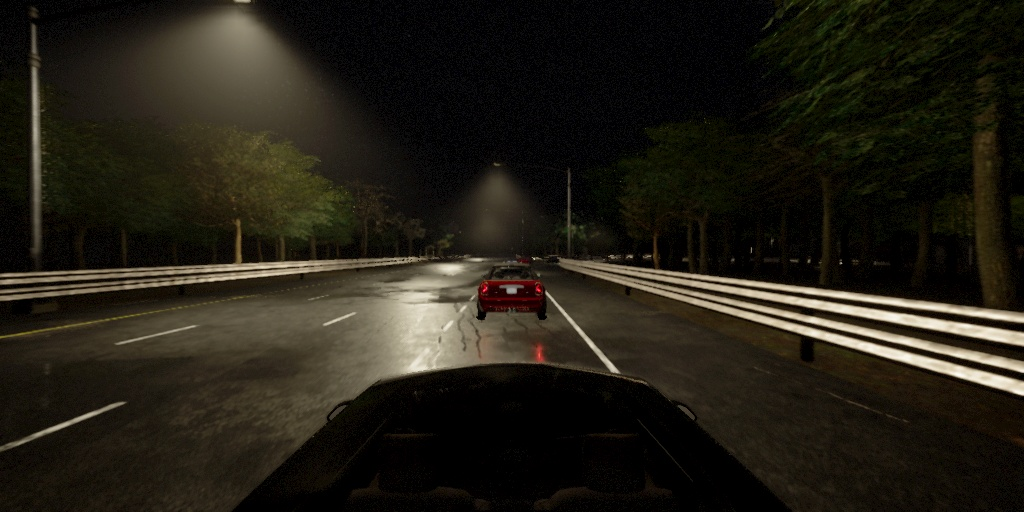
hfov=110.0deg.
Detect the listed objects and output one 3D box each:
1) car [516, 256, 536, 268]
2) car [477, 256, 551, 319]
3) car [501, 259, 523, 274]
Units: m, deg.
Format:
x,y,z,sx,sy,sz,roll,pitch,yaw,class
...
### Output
x,y,z,sx,sy,sz,roll,pitch,yaw,class
2.076,0.784,51.380,1.882,1.535,5.008,0,0,12,car
-0.011,1.005,12.527,2.097,1.767,4.553,0,1,0,car
0.080,1.012,35.558,1.994,1.385,4.181,0,1,2,car
